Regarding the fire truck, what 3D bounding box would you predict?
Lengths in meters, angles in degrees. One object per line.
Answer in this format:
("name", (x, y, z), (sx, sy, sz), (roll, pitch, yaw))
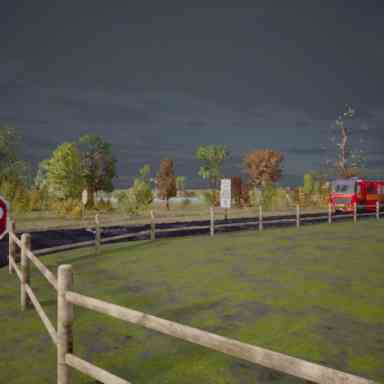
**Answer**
("fire truck", (18.891, 0.347, 37.115), (8.468, 3.827, 2.891), (0, 0, -37))
